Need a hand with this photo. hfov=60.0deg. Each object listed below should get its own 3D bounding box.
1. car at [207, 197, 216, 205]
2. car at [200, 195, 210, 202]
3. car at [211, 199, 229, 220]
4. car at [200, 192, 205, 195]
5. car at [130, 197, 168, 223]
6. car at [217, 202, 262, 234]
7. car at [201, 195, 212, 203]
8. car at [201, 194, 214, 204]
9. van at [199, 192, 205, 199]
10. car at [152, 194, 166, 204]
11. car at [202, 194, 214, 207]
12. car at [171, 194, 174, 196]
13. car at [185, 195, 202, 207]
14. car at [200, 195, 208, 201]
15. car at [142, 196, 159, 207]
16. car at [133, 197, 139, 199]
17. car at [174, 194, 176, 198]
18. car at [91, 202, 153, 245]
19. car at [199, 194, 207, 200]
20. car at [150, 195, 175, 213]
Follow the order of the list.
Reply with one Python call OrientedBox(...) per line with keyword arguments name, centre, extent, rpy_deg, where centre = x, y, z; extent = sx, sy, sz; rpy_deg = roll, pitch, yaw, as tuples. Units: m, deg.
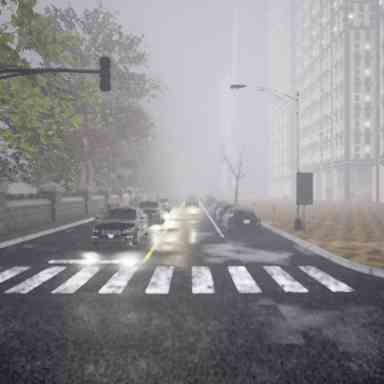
OrientedBox(name="car", centre=(2.693, 1.429, 29.725), extent=(1.947, 1.339, 4.313), rpy_deg=(0, 0, 0))
OrientedBox(name="car", centre=(2.695, 1.261, 69.150), extent=(2.008, 1.369, 4.403), rpy_deg=(0, 0, 0))
OrientedBox(name="car", centre=(2.693, 1.454, 24.092), extent=(1.947, 1.339, 4.313), rpy_deg=(0, 0, 0))
OrientedBox(name="car", centre=(2.695, 1.212, 52.253), extent=(1.967, 1.590, 4.097), rpy_deg=(0, 0, 0))
OrientedBox(name="car", centre=(-3.096, 1.391, 24.513), extent=(1.837, 1.490, 4.892), rpy_deg=(0, 0, 0))
OrientedBox(name="car", centre=(2.692, 1.479, 18.459), extent=(1.947, 1.339, 4.313), rpy_deg=(0, 0, 0))
OrientedBox(name="car", centre=(2.694, 1.282, 63.518), extent=(2.008, 1.369, 4.403), rpy_deg=(0, 0, 0))
OrientedBox(name="car", centre=(2.695, 1.191, 57.885), extent=(1.967, 1.590, 4.097), rpy_deg=(0, 0, 0))
OrientedBox(name="van", centre=(2.696, 0.979, 91.679), extent=(1.690, 1.788, 3.998), rpy_deg=(0, 0, 0))
OrientedBox(name="car", centre=(-5.685, 1.192, 57.885), extent=(1.967, 1.590, 4.097), rpy_deg=(0, 0, 0))
OrientedBox(name="car", centre=(2.694, 1.338, 46.622), extent=(1.887, 1.381, 4.507), rpy_deg=(0, 0, 0))
OrientedBox(name="car", centre=(-5.685, 1.236, 74.783), extent=(1.887, 1.381, 4.507), rpy_deg=(0, 0, 0))
OrientedBox(name="car", centre=(0.002, 1.398, 45.776), extent=(1.895, 1.301, 4.718), rpy_deg=(0, 0, 0))
OrientedBox(name="car", centre=(2.695, 1.273, 74.783), extent=(1.802, 1.307, 4.206), rpy_deg=(0, 0, 0))
OrientedBox(name="car", centre=(-5.686, 1.320, 46.452), extent=(1.752, 1.417, 4.829), rpy_deg=(0, 0, 0))
OrientedBox(name="car", centre=(-5.686, 1.280, 35.357), extent=(1.967, 1.590, 4.097), rpy_deg=(0, 0, 0))
OrientedBox(name="car", centre=(-5.685, 1.200, 86.047), extent=(1.887, 1.381, 4.507), rpy_deg=(0, 0, 0))
OrientedBox(name="car", centre=(-3.097, 1.434, 15.140), extent=(1.837, 1.490, 4.892), rpy_deg=(0, 0, 0))
OrientedBox(name="car", centre=(2.695, 1.254, 80.415), extent=(1.802, 1.307, 4.206), rpy_deg=(0, 0, 0))
OrientedBox(name="car", centre=(-3.081, 1.370, 34.245), extent=(1.812, 1.442, 4.674), rpy_deg=(0, 0, 0))
